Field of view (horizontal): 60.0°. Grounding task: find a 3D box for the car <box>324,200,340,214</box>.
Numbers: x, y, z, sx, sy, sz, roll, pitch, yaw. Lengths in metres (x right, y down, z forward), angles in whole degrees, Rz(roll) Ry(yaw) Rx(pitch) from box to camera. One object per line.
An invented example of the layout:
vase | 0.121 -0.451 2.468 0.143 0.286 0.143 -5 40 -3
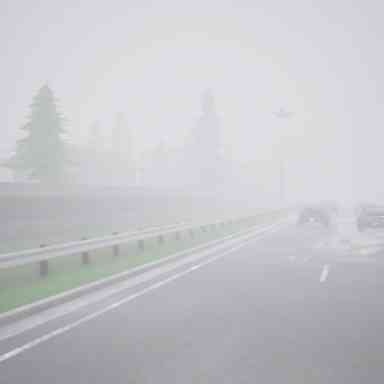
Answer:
car | 15.566 1.622 37.555 1.882 1.535 5.008 1 0 26

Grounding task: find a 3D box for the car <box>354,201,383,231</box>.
car | 11.321 1.598 20.750 2.128 1.511 4.902 1 0 26

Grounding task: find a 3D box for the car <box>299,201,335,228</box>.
car | 8.707 1.578 23.382 1.837 1.490 4.892 1 -1 26
